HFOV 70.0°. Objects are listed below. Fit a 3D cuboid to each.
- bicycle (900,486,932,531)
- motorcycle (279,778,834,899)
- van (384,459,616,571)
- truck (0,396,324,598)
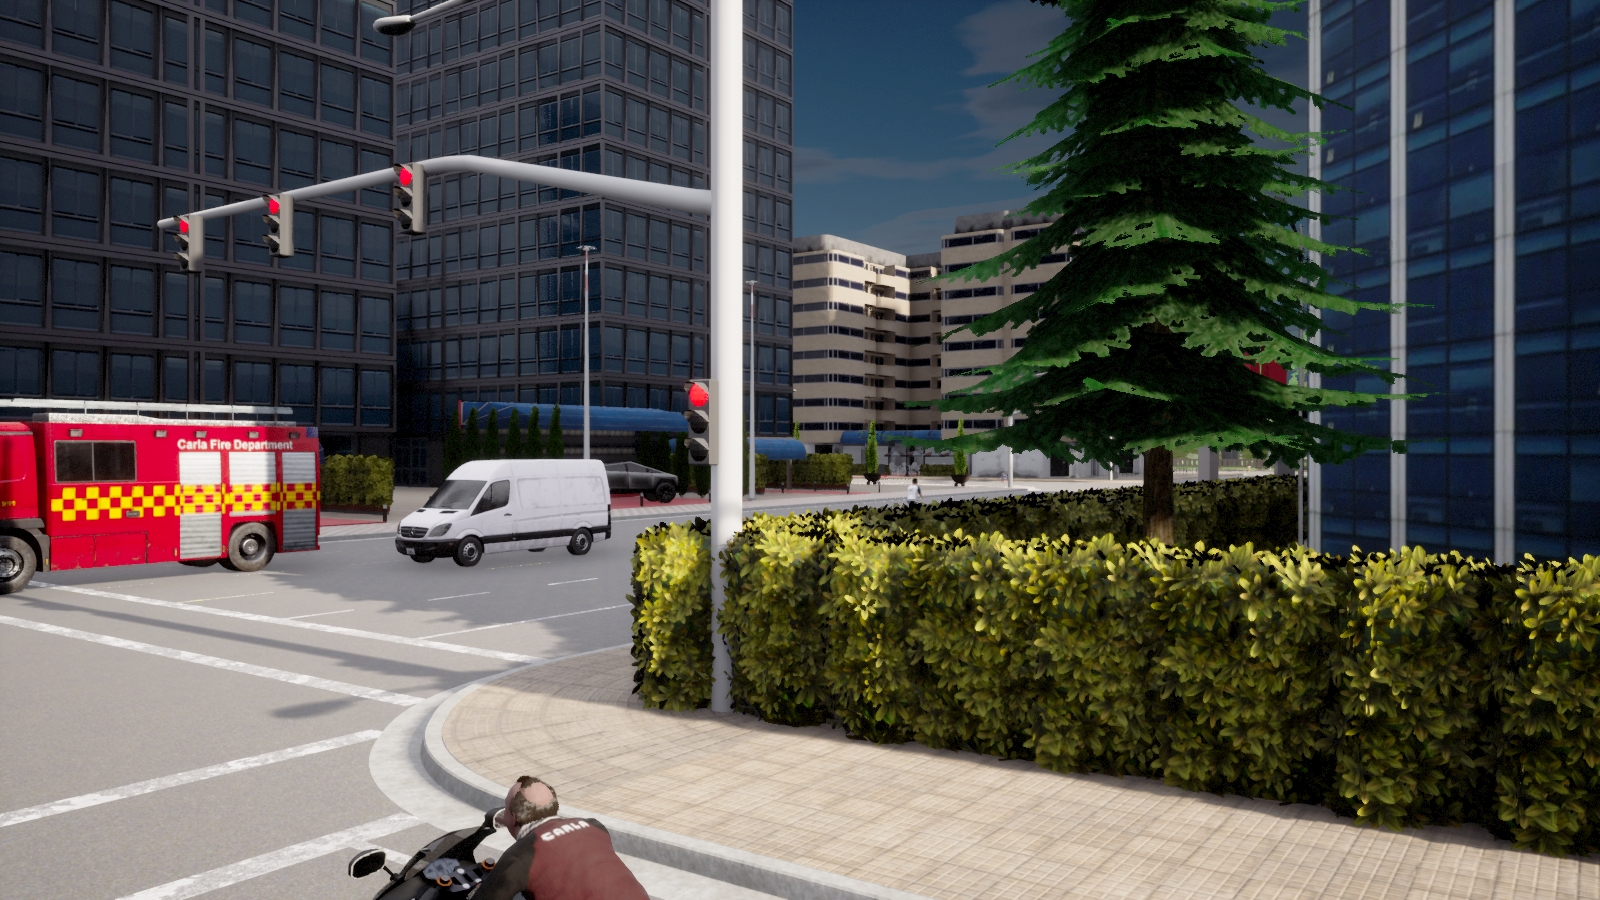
[{"bbox_3d":[4.117,2.055,40.412,0.373,1.496,1.643,0,0,35],"label":"bicycle"},{"bbox_3d":[-1.027,2.205,4.504,2.209,1.251,0.867,0,0,35],"label":"motorcycle"},{"bbox_3d":[-7.573,1.533,29.577,1.988,2.561,5.915,0,0,35],"label":"van"},{"bbox_3d":[-14.959,0.889,24.598,2.891,3.827,8.468,0,0,34],"label":"truck"}]
